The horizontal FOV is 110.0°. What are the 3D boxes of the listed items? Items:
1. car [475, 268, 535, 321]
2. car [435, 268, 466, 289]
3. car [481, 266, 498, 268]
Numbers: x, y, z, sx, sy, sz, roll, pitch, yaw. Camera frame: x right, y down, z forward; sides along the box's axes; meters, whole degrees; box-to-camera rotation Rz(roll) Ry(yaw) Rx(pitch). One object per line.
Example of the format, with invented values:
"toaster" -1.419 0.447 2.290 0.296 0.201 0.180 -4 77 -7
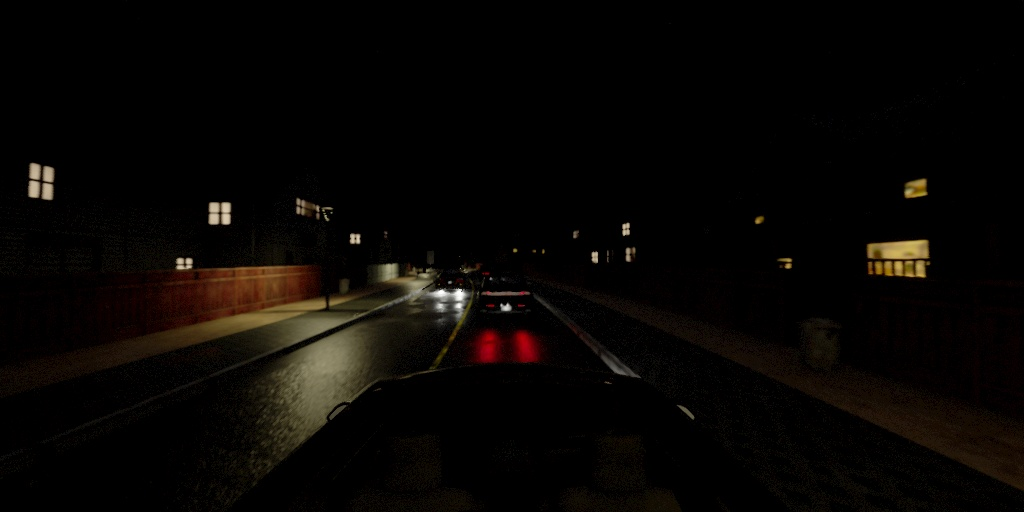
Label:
"car" -0.294 1.348 12.963 2.128 1.511 4.902 0 -1 -3
"car" -4.307 1.568 25.575 1.994 1.385 4.181 0 -1 -7
"car" -1.957 1.575 30.446 1.837 1.490 4.892 0 -1 -7
